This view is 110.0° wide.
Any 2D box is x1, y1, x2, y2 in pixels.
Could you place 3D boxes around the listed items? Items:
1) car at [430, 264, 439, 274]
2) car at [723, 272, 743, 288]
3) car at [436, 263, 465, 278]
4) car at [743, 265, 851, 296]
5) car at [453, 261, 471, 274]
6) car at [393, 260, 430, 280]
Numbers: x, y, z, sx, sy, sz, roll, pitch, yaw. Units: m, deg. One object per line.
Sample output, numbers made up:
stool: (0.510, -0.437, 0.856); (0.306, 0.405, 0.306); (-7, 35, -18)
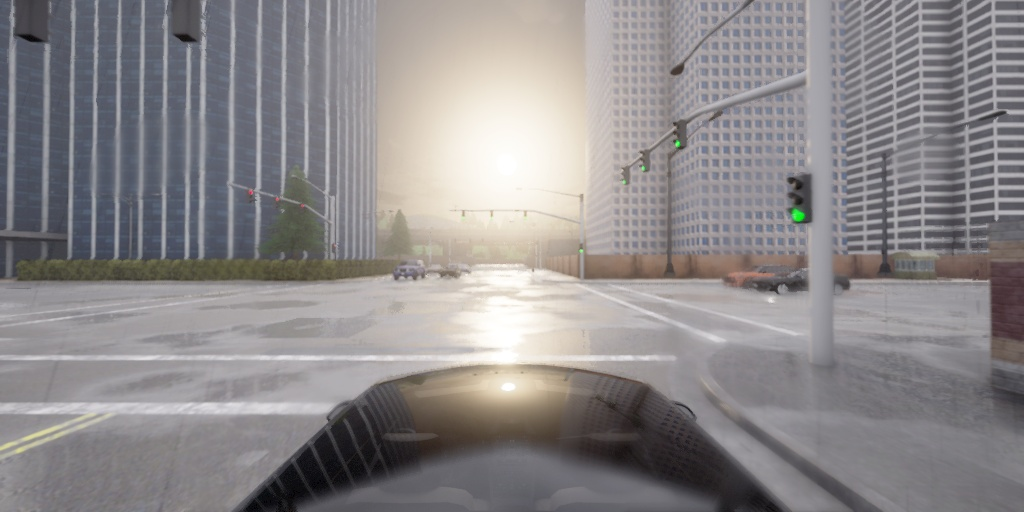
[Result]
car: (-10.556, 1.859, 49.238); (1.812, 1.442, 4.674); (0, -1, 0)
car: (17.058, 1.383, 24.550); (4.553, 1.767, 2.097); (0, -1, 1)
car: (-7.065, 1.840, 41.542); (1.895, 1.301, 4.718); (0, -1, 0)
car: (16.832, 1.466, 21.052); (5.008, 1.535, 1.882); (0, -1, 1)
car: (-7.055, 1.898, 52.333); (1.812, 1.442, 4.674); (0, 0, 0)
car: (-10.574, 1.410, 37.466); (2.150, 2.045, 5.566); (0, -1, 0)
